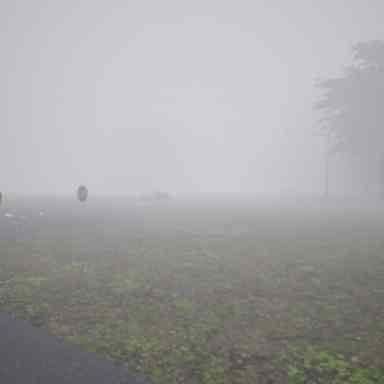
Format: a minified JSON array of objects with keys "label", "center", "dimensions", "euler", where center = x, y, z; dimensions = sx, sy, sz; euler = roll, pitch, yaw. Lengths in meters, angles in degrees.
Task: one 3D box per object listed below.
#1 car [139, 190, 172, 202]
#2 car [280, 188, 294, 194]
[{"label":"car","center":[-4.235,0.474,38.704],"dimensions":[1.994,1.385,4.181],"euler":[3,4,35]},{"label":"car","center":[21.206,-0.334,74.351],"dimensions":[1.895,1.301,4.718],"euler":[3,3,35]}]
